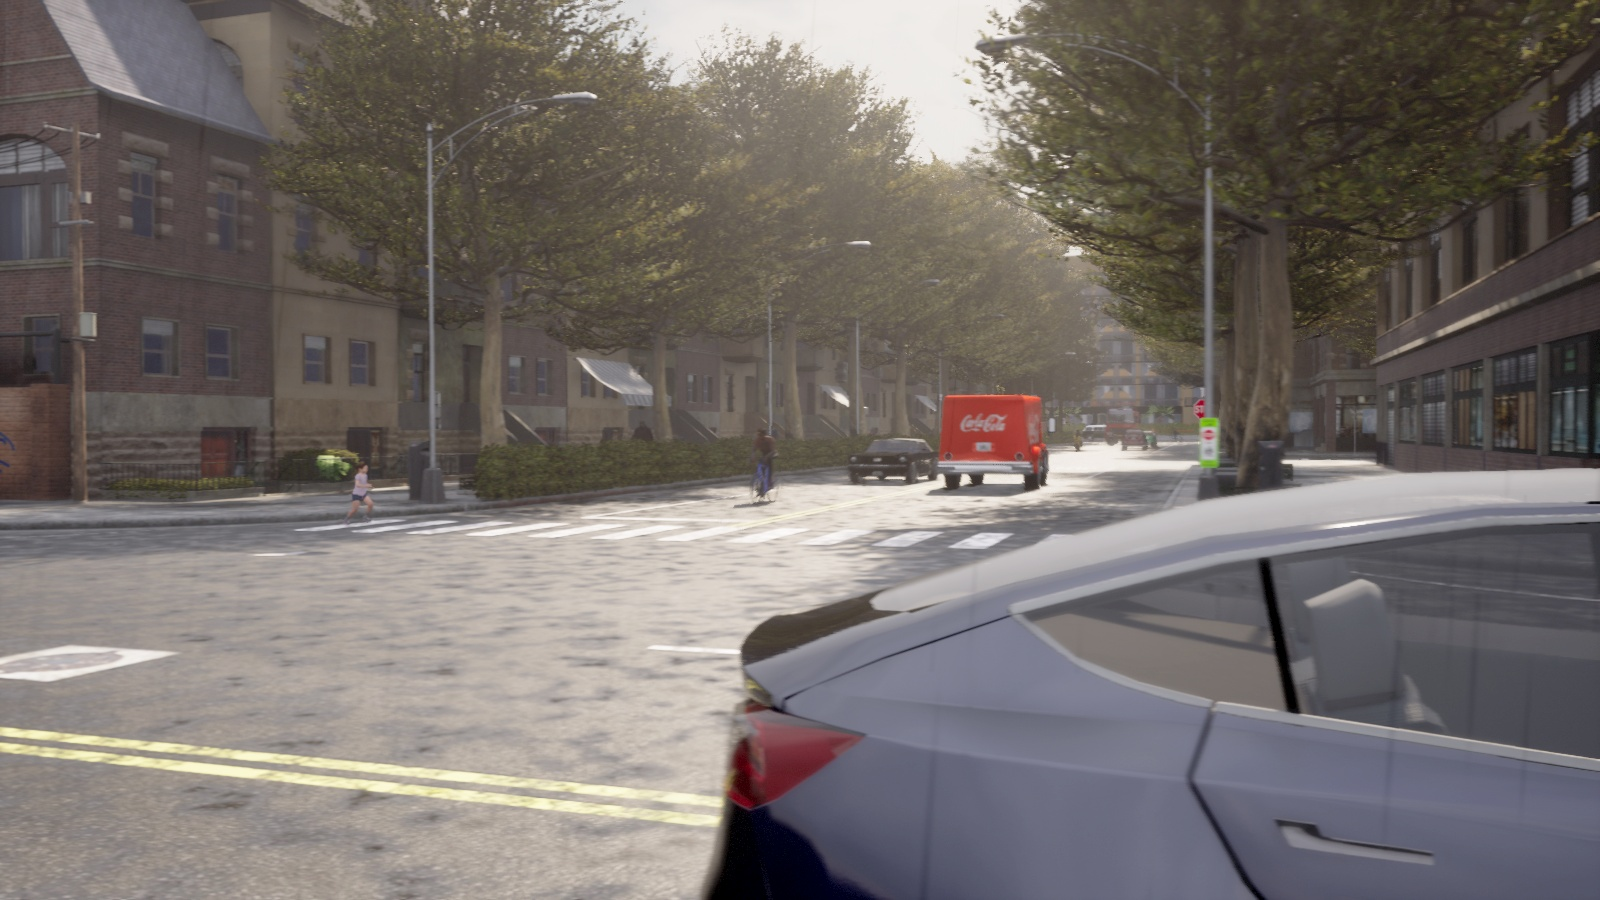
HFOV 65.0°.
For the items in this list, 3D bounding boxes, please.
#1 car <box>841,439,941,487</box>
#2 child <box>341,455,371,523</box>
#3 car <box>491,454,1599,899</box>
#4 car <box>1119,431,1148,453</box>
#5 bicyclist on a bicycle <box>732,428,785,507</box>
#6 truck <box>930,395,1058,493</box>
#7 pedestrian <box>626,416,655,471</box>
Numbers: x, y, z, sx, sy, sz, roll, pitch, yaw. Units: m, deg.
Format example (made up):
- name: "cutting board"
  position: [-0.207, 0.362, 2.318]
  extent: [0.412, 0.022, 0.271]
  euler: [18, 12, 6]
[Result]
- name: "car"
  position: [2.808, 0.334, 37.744]
  extent: [1.895, 1.301, 4.718]
  euler: [1, 1, 19]
- name: "child"
  position: [-7.444, 0.649, 21.061]
  extent: [0.394, 1.110, 0.255]
  euler: [1, 1, 23]
- name: "car"
  position: [2.067, 0.794, 2.492]
  extent: [4.792, 1.488, 2.163]
  euler: [1, 1, 19]
- name: "car"
  position: [24.235, -0.564, 91.149]
  extent: [1.789, 1.549, 3.705]
  euler: [1, 1, 18]
- name: "bicyclist on a bicycle"
  position: [-0.859, 0.349, 26.696]
  extent: [0.582, 1.620, 1.656]
  euler: [1, 1, 19]
- name: "truck"
  position: [5.427, -0.193, 34.520]
  extent: [2.627, 2.467, 5.204]
  euler: [1, 1, 18]
- name: "pedestrian"
  position: [-5.470, -0.226, 43.055]
  extent: [0.634, 1.844, 0.899]
  euler: [1, 1, 21]
